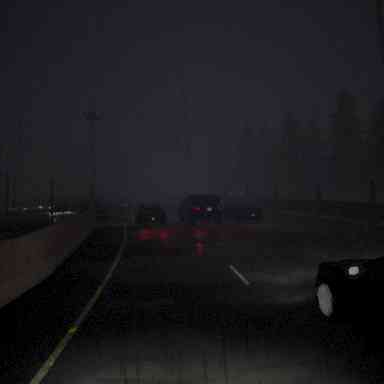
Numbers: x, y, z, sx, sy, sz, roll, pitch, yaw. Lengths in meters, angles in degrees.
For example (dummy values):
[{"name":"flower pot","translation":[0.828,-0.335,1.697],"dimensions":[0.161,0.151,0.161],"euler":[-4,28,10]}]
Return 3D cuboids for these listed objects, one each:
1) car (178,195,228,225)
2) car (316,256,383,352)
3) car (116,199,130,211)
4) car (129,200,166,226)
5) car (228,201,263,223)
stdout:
[{"name":"car","translation":[0.484,1.201,23.880],"dimensions":[2.150,2.045,5.566],"euler":[0,0,-13]},{"name":"car","translation":[3.314,1.465,4.223],"dimensions":[1.882,1.535,5.008],"euler":[0,0,-3]},{"name":"car","translation":[-8.462,1.536,41.749],"dimensions":[2.033,1.411,5.357],"euler":[0,0,-18]},{"name":"car","translation":[-3.028,1.481,23.420],"dimensions":[2.128,1.511,4.902],"euler":[0,0,-13]},{"name":"car","translation":[3.644,1.447,25.529],"dimensions":[1.882,1.535,5.008],"euler":[0,0,-14]}]
